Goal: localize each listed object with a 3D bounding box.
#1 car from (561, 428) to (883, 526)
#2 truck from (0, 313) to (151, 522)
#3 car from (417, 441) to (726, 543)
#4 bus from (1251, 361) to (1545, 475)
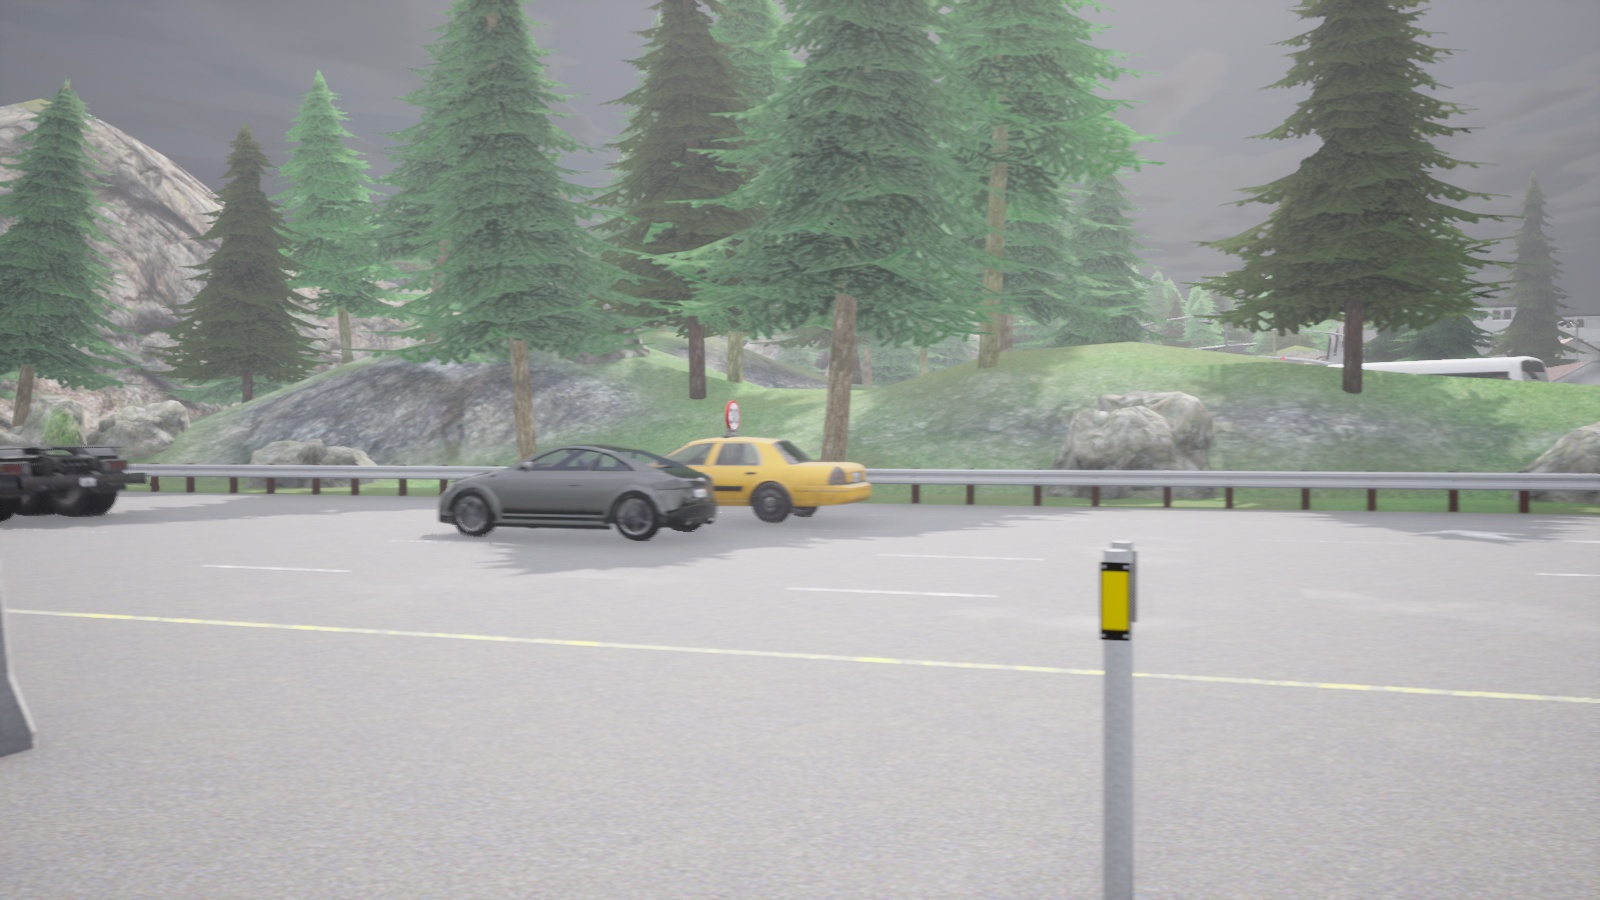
[{"bbox_3d":[-1.374,0.406,22.120,5.366,1.575,1.801,1,1,19],"label":"car"},{"bbox_3d":[-16.416,-0.593,23.477,7.936,3.462,2.891,1,1,19],"label":"truck"},{"bbox_3d":[-3.442,0.571,19.125,4.181,1.385,1.994,1,1,19],"label":"car"},{"bbox_3d":[24.433,-1.307,51.954,3.944,4.253,10.273,-2,2,-41],"label":"bus"}]
